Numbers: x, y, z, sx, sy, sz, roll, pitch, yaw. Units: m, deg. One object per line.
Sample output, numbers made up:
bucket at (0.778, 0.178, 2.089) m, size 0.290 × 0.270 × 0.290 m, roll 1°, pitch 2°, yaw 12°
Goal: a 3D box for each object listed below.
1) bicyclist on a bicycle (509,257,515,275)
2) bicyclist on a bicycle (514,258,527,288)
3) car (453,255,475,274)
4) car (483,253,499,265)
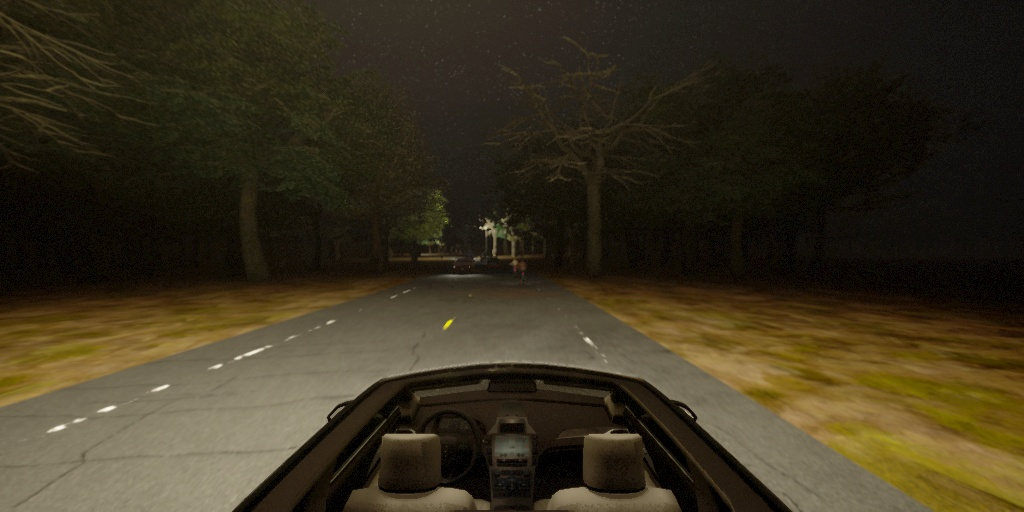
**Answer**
bicyclist on a bicycle at (0.217, 0.906, 29.378) m, size 0.866 × 1.612 × 1.509 m, roll 0°, pitch 2°, yaw -3°
bicyclist on a bicycle at (0.619, 1.010, 20.712) m, size 0.582 × 1.620 × 1.656 m, roll 0°, pitch 0°, yaw -2°
car at (-4.713, 0.917, 35.435) m, size 1.882 × 1.535 × 5.008 m, roll 0°, pitch 0°, yaw -4°
car at (-3.156, 0.649, 58.736) m, size 2.128 × 1.511 × 4.902 m, roll -1°, pitch 1°, yaw -6°
